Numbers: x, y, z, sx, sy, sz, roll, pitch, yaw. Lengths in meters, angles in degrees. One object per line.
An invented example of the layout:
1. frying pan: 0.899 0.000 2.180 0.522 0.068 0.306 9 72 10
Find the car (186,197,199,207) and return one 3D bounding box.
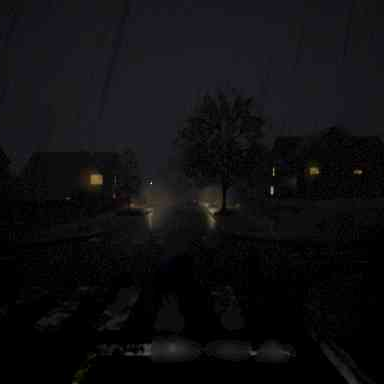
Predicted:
1. car: 0.077 1.542 53.694 2.128 1.511 4.902 0 0 0

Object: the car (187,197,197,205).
1. car: 0.000 1.692 64.122 1.895 1.301 4.718 0 0 0
